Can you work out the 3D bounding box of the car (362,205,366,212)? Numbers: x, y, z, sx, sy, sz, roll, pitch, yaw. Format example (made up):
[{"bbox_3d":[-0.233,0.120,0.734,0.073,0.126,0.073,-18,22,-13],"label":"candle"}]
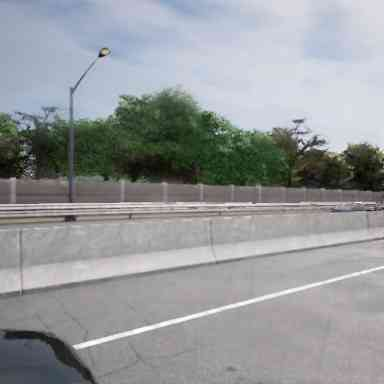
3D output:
[{"bbox_3d":[20.807,2.057,35.991,4.718,1.301,1.895,1,-1,-35],"label":"car"}]

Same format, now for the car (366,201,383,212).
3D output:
[{"bbox_3d":[18.498,1.595,30.073,5.566,2.045,2.150,1,-1,-35],"label":"car"}]

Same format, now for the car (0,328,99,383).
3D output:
[{"bbox_3d":[-2.604,1.564,1.887,4.181,1.385,1.994,0,0,-36],"label":"car"}]

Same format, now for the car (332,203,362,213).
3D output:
[{"bbox_3d":[18.618,2.000,38.731,5.357,1.411,2.033,1,-1,-35],"label":"car"}]
